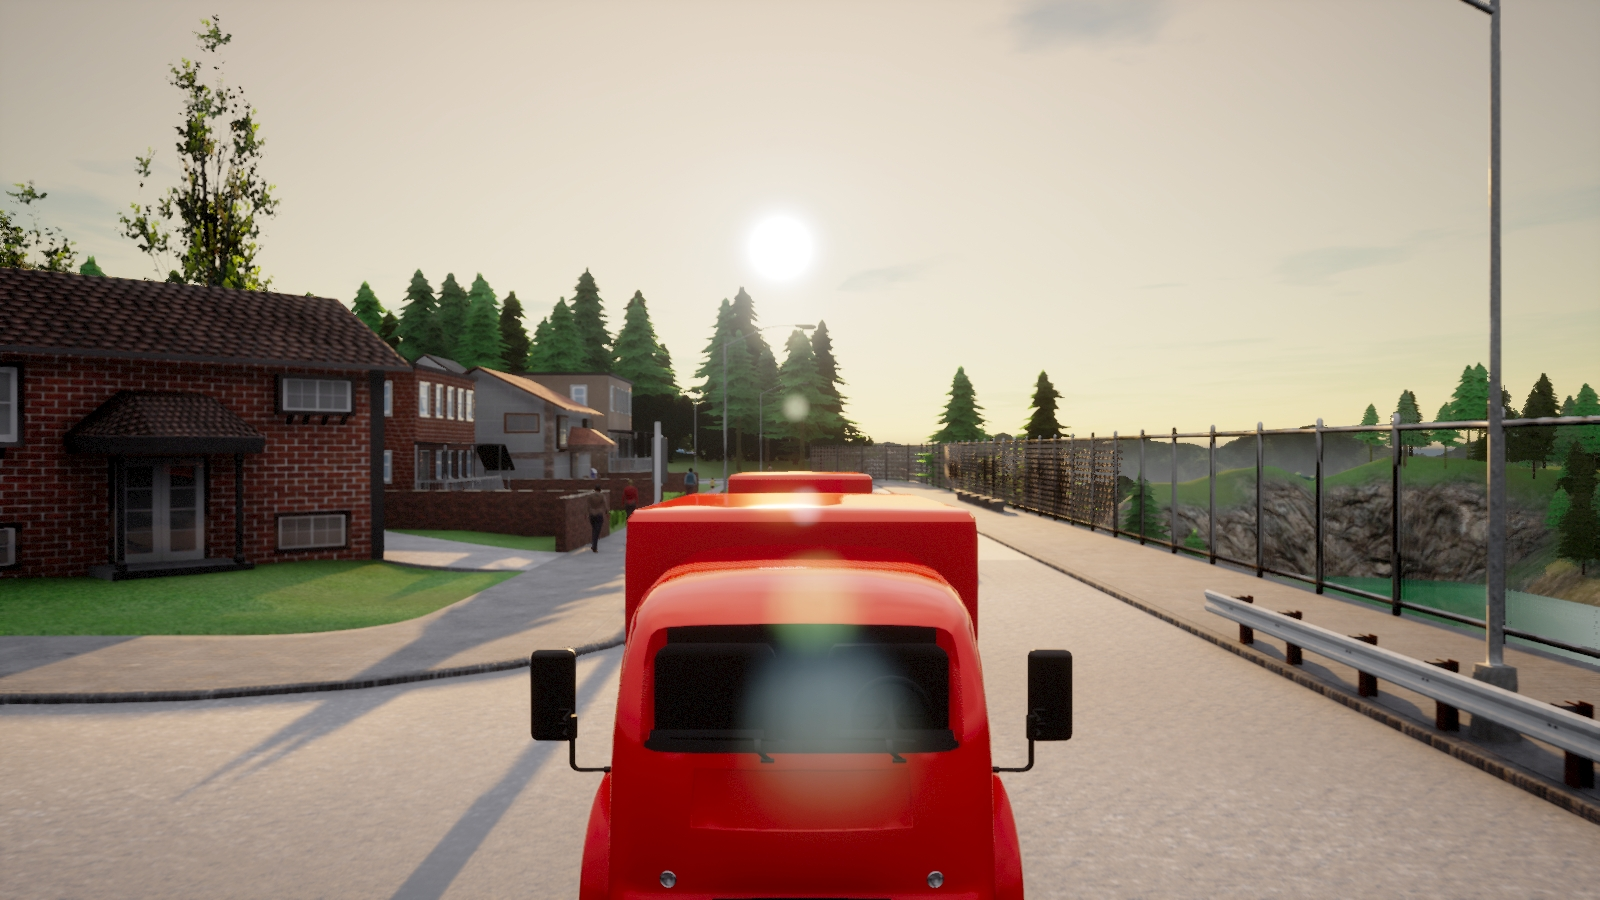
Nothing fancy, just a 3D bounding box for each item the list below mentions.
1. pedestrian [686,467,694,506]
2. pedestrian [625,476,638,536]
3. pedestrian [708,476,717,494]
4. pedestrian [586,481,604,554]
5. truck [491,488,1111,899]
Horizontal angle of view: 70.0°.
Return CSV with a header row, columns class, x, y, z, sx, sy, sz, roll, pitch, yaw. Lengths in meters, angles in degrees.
class,x,y,z,sx,sy,sz,roll,pitch,yaw
pedestrian,-5.288,1.746,54.871,0.375,1.860,0.375,0,0,0
pedestrian,-5.281,1.745,35.790,0.375,1.860,0.375,0,0,0
pedestrian,-5.287,2.123,69.145,0.500,1.100,0.500,0,0,0
pedestrian,-5.307,1.745,29.625,0.375,1.860,0.375,0,0,4
truck,0.007,1.568,7.447,2.627,2.467,5.204,0,0,0
